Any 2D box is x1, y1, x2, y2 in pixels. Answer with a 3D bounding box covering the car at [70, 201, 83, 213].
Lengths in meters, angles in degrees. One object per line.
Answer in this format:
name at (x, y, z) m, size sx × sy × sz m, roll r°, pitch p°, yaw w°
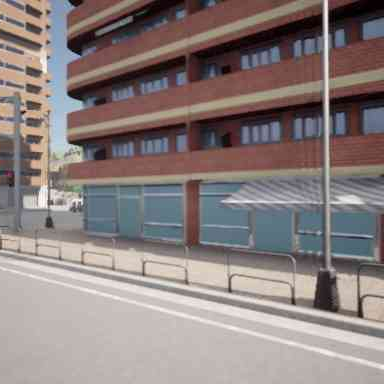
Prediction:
car at (-12.532, 1.599, 40.456) m, size 2.097 × 1.767 × 4.553 m, roll -1°, pitch 0°, yaw 36°
